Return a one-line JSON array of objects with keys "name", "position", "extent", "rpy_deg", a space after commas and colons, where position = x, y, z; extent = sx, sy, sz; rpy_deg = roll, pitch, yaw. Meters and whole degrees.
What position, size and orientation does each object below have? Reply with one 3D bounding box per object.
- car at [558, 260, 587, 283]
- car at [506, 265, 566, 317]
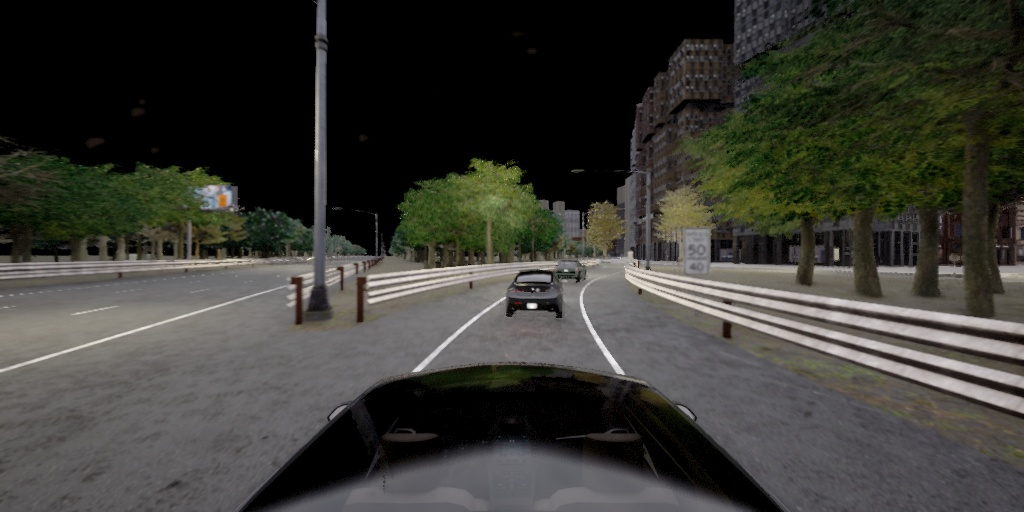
[{"name": "car", "position": [4.704, 1.099, 28.658], "extent": [2.097, 1.767, 4.553], "rpy_deg": [1, 0, 19]}, {"name": "car", "position": [0.961, 1.254, 13.212], "extent": [1.837, 1.490, 4.892], "rpy_deg": [0, 0, 9]}]
